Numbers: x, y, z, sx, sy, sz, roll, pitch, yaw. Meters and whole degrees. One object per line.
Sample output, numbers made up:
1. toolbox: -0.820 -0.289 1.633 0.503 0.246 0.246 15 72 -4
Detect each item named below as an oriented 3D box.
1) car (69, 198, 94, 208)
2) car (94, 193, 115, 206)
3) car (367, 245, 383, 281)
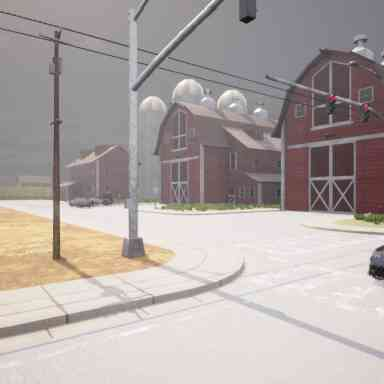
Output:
1. car: -15.697 1.485 46.376 1.994 1.385 4.181 -1 0 -36
2. car: -13.758 1.118 50.620 3.866 1.878 1.905 -2 5 11
3. car: 6.337 1.548 8.485 4.181 1.385 1.994 0 0 -35
